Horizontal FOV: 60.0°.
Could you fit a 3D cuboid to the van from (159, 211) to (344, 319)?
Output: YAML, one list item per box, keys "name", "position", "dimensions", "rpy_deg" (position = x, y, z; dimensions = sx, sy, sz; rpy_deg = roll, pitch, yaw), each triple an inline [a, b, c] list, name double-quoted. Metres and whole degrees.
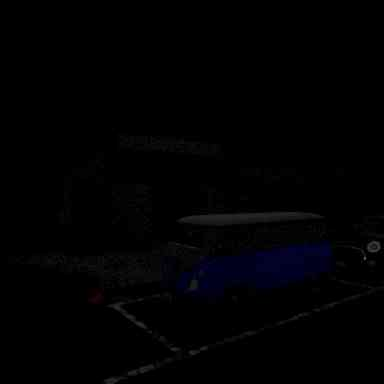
- name: "van"
  position: [1.283, 1.341, 7.100]
  dimensions: [3.998, 1.788, 1.690]
  rpy_deg: [0, 0, -35]

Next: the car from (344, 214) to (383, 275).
- name: "car"
  position: [5.692, 1.439, 10.240]
  dimensions: [4.097, 1.590, 1.967]
  rpy_deg: [0, 0, -35]

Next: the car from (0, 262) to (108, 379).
- name: "car"
  position: [-3.126, 1.582, 3.961]
  dimensions: [4.206, 1.307, 1.802]
  rpy_deg: [0, 0, -35]
